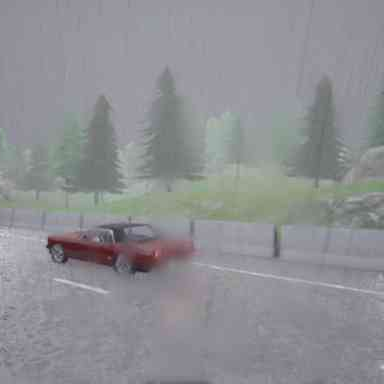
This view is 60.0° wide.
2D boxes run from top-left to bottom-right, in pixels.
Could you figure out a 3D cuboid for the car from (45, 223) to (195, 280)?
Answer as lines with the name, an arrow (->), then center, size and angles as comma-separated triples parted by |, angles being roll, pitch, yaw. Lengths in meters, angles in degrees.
car -> -2.323, 1.577, 9.935 | 4.718, 1.301, 1.895 | 0, 0, 36
